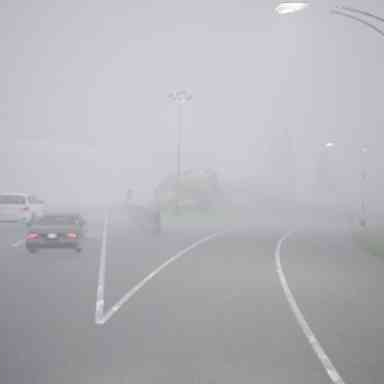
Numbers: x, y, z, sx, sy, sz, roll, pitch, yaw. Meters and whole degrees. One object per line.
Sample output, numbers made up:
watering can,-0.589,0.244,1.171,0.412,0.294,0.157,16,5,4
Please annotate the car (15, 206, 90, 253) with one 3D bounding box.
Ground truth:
car,-5.249,1.499,13.481,2.033,1.411,5.357,1,0,-14

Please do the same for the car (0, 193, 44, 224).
car,-10.632,1.087,20.613,2.150,2.045,5.566,1,0,-14
